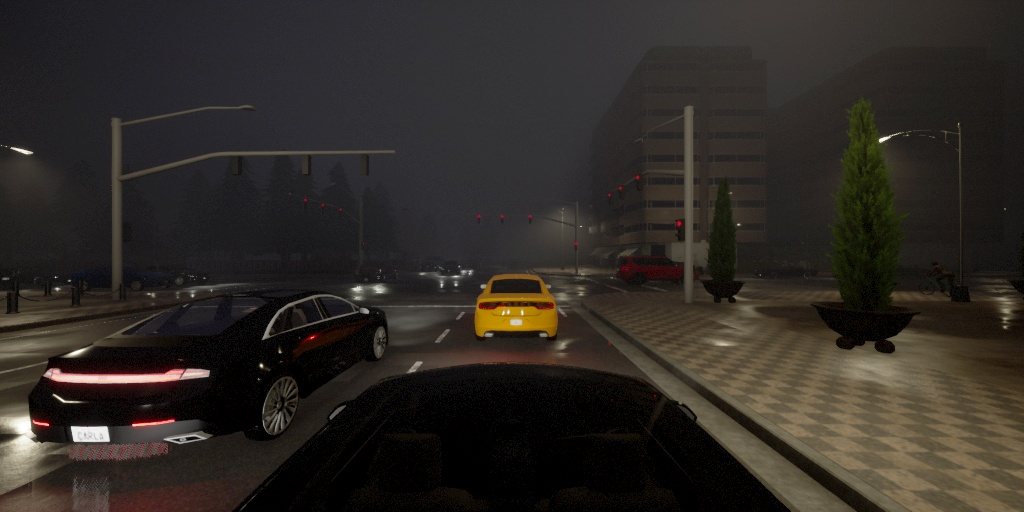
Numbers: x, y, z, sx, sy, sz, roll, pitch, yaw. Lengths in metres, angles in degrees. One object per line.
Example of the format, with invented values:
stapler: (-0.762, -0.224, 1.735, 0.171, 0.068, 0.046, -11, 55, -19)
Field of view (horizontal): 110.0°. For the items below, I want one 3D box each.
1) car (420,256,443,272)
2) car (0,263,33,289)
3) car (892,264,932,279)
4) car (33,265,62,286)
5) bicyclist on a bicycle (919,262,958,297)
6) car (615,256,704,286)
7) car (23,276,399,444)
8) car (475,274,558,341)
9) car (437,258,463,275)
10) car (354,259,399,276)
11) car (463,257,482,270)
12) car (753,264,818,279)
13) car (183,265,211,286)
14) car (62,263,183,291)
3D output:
car: (-10.241, 0.970, 46.734, 2.150, 2.045, 5.566, 0, 0, 3)
car: (-33.367, 1.027, 21.697, 5.566, 2.045, 2.150, 0, 0, 0)
car: (34.925, 1.406, 32.563, 4.718, 1.301, 1.895, 0, 0, 0)
car: (-33.757, 1.353, 25.194, 5.357, 1.411, 2.033, 0, 0, 0)
bicyclist on a bicycle: (20.288, 1.106, 17.051, 0.582, 1.620, 1.656, 0, 0, 0)
car: (10.196, 1.032, 25.335, 5.566, 2.045, 2.150, 0, 0, 1)
car: (-3.423, 1.242, 5.354, 2.128, 1.511, 4.902, 0, 0, 1)
car: (0.107, 1.228, 9.936, 1.882, 1.535, 5.008, 0, 0, 0)
car: (-6.623, 1.255, 38.815, 1.837, 1.490, 4.892, 0, 0, -5)
car: (-10.512, 1.134, 28.090, 2.097, 1.767, 4.553, 0, 0, 0)
car: (-6.216, 1.242, 53.423, 2.128, 1.511, 4.902, 0, 0, 8)
car: (24.726, 1.406, 32.545, 4.718, 1.301, 1.895, 0, 0, 0)
car: (-24.015, 1.310, 25.231, 4.892, 1.490, 1.837, 0, 0, 1)
car: (-23.432, 1.283, 21.721, 5.008, 1.535, 1.882, 0, 0, 0)
